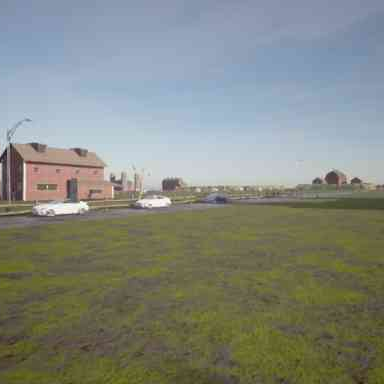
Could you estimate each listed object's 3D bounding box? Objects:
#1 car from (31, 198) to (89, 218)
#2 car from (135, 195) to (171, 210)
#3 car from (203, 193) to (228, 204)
[{"bbox_3d":[-10.791,1.254,27.528,1.812,1.442,4.674,1,1,36],"label":"car"},{"bbox_3d":[-4.204,1.089,36.633,1.812,1.442,4.674,1,1,36],"label":"car"},{"bbox_3d":[3.352,0.895,47.014,1.812,1.442,4.674,1,1,36],"label":"car"}]
